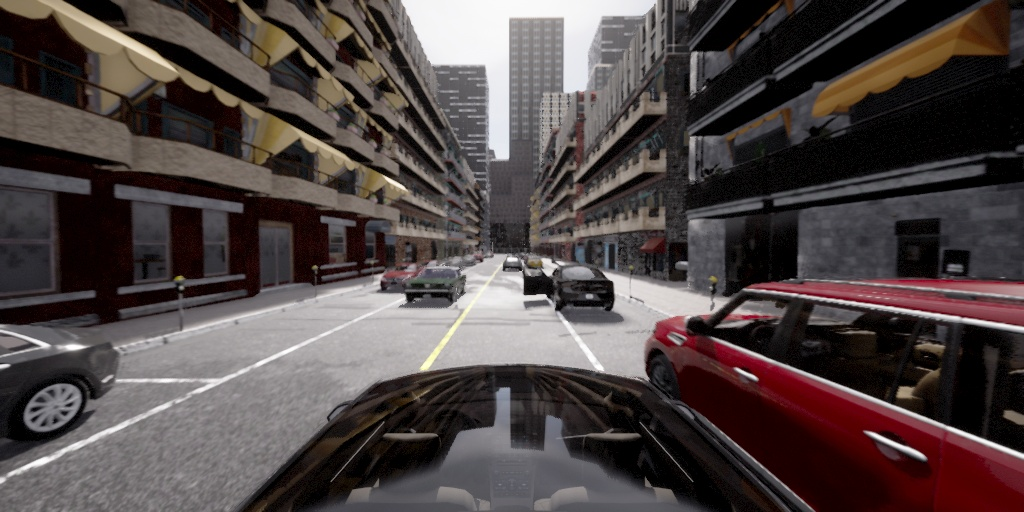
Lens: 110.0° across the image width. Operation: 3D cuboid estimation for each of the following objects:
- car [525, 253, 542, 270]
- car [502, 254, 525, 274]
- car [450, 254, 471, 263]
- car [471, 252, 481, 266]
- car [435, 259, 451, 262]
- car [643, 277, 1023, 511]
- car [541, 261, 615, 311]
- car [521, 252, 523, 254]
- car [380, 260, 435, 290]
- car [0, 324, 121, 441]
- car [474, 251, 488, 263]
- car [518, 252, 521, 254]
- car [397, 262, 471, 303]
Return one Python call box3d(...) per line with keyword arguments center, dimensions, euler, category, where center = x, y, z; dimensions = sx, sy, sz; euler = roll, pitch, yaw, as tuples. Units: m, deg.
box3d(center=(2.686, 0.615, 41.947), dimensions=(1.751, 1.417, 4.829), euler=(0, 0, 0), category="car")
box3d(center=(0.049, 0.737, 36.740), dimensions=(1.994, 1.385, 4.181), euler=(0, 1, 0), category="car")
box3d(center=(-5.694, 0.731, 36.204), dimensions=(2.007, 1.370, 4.403), euler=(0, 0, 0), category="car")
box3d(center=(-5.695, 0.547, 47.406), dimensions=(2.007, 1.370, 4.403), euler=(0, 0, 0), category="car")
box3d(center=(-5.694, 0.947, 25.001), dimensions=(1.802, 1.307, 4.207), euler=(0, 0, 0), category="car")
box3d(center=(2.689, 1.051, 2.568), dimensions=(2.192, 1.841, 5.009), euler=(0, 0, 0), category="car")
box3d(center=(2.360, 1.035, 13.389), dimensions=(1.882, 1.535, 5.008), euler=(0, 1, 0), category="car")
box3d(center=(2.685, 0.345, 52.979), dimensions=(1.967, 1.591, 4.097), euler=(0, 0, 0), category="car")
box3d(center=(-5.693, 1.040, 19.399), dimensions=(1.802, 1.307, 4.207), euler=(0, 0, 0), category="car")
box3d(center=(-5.699, 1.286, 2.596), dimensions=(2.007, 1.370, 4.403), euler=(0, 0, 0), category="car")
box3d(center=(-5.696, 0.127, 58.609), dimensions=(2.192, 1.841, 5.009), euler=(0, 0, 0), category="car")
box3d(center=(0.053, 0.416, 52.609), dimensions=(1.837, 1.490, 4.892), euler=(0, 1, 0), category="car")
box3d(center=(-3.100, 1.126, 15.316), dimensions=(1.895, 1.301, 4.718), euler=(0, 1, 0), category="car")
